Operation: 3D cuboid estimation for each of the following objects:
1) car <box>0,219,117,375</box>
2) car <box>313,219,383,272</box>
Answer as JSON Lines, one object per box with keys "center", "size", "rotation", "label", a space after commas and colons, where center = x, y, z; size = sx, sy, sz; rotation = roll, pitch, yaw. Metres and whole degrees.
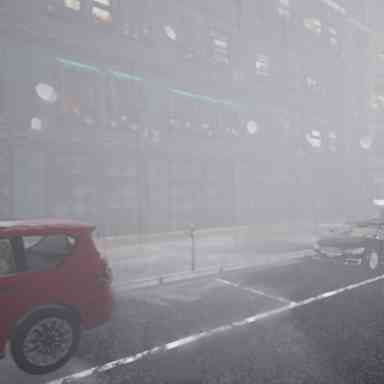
{"center": [-3.416, 1.338, 4.084], "size": [5.009, 1.841, 2.192], "rotation": [0, 0, -37], "label": "car"}
{"center": [5.732, 1.580, 10.854], "size": [4.403, 1.369, 2.008], "rotation": [0, 0, -37], "label": "car"}
